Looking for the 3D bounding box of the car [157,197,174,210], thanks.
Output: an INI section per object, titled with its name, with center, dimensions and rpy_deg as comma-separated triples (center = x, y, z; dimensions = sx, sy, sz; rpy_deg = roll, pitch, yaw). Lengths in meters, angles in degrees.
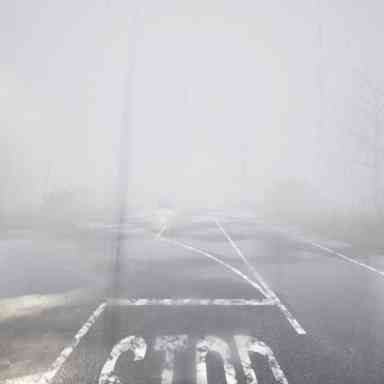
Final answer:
[car]
center = -3.428, 1.431, 43.021
dimensions = 1.882, 1.535, 5.008
rpy_deg = 0, 0, 0
